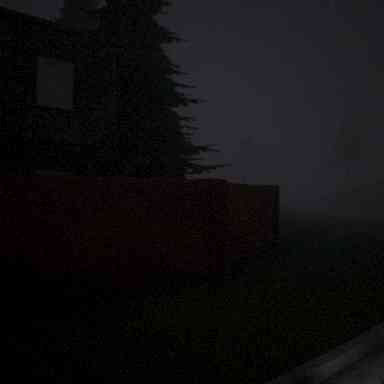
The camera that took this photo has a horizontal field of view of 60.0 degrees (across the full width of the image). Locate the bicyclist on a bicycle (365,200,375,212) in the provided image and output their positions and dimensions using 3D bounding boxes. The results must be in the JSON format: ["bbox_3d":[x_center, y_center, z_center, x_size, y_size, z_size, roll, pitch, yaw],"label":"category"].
[{"bbox_3d":[22.351,1.773,41.797,1.656,1.620,0.582,0,0,-18],"label":"bicyclist on a bicycle"}]
